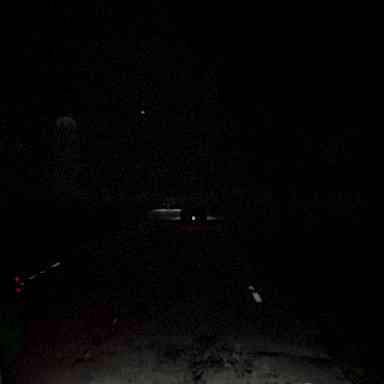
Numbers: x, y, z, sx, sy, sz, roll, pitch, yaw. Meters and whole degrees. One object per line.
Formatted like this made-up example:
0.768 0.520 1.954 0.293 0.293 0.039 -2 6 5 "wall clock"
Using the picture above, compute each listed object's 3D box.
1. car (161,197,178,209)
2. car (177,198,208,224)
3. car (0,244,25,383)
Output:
-2.834 1.427 42.787 1.812 1.442 4.674 0 0 0 "car"
0.106 1.437 24.070 1.837 1.490 4.892 0 1 0 "car"
-2.849 1.217 1.288 2.150 2.045 5.566 0 0 0 "car"
